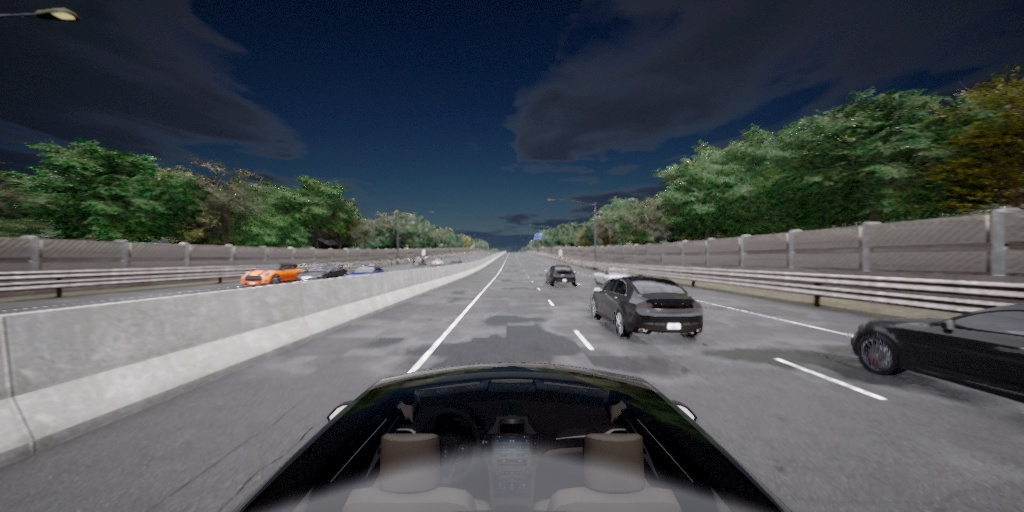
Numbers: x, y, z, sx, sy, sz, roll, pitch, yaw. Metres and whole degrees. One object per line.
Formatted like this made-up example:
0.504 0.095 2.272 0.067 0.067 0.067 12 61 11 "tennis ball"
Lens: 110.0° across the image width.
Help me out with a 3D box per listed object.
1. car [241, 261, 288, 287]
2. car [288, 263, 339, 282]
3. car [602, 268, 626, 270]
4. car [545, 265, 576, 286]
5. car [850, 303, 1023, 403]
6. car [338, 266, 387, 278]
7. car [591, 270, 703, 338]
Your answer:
-17.598 1.277 26.559 2.097 1.767 4.553 0 0 0 "car"
-14.099 1.420 26.961 2.128 1.511 4.902 0 0 0 "car"
7.095 1.517 25.267 1.895 1.301 4.718 0 0 0 "car"
3.594 1.432 26.888 1.837 1.490 4.892 0 0 0 "car"
7.084 1.299 4.556 1.812 1.442 4.674 0 0 0 "car"
-10.600 1.450 26.396 1.812 1.442 4.674 0 0 0 "car"
3.595 1.321 10.369 1.837 1.490 4.892 0 0 0 "car"
